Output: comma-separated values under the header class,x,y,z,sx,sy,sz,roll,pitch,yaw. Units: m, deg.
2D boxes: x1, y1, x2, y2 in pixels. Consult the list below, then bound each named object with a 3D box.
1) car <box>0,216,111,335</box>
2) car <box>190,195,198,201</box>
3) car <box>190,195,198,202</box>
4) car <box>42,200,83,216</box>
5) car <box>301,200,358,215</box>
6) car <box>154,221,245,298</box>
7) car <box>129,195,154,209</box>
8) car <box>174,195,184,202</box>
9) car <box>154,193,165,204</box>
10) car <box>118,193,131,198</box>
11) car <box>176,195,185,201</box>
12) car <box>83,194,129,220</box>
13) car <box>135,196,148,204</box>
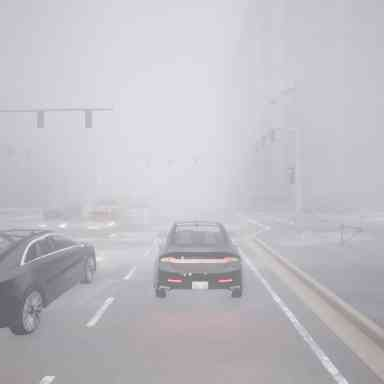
class,x,y,z,sx,sy,sz,roll,pitch,yaw
car,-3.400,1.492,6.687,2.128,1.511,4.902,0,0,1
car,0.580,1.461,85.459,1.882,1.535,5.008,0,0,0
car,0.518,1.593,76.414,1.895,1.301,4.718,0,0,0
car,-10.418,1.447,27.210,1.882,1.535,5.008,0,0,0
car,13.435,1.492,32.977,5.357,1.411,2.033,0,0,0
car,0.134,1.492,8.507,2.128,1.511,4.902,0,0,0
car,-6.794,1.505,45.186,1.837,1.490,4.892,0,0,0
car,-2.986,1.497,75.781,1.837,1.490,4.892,0,0,0
car,-6.577,1.223,66.077,2.150,2.045,5.566,0,0,1
car,-10.266,1.221,49.218,2.150,2.045,5.566,0,0,0
car,-2.920,1.523,85.483,2.033,1.411,5.357,0,0,0
car,-6.918,1.322,27.234,2.097,1.767,4.553,0,0,0
car,-10.072,1.564,66.486,1.994,1.385,4.181,0,0,1
